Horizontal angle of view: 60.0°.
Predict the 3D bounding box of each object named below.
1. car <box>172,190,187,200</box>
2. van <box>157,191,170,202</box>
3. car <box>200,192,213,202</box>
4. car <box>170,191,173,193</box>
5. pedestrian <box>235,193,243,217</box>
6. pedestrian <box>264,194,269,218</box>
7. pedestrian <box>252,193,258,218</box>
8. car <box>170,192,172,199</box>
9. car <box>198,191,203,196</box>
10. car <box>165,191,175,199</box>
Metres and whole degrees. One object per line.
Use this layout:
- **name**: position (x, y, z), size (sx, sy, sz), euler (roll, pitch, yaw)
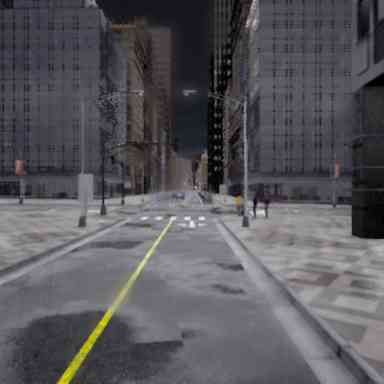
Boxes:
- **car**: position (-2.705, 0.959, 72.179), size (1.882, 1.535, 5.008), euler (0, 0, 0)
- **van**: position (-5.626, 0.904, 62.251), size (1.690, 1.788, 3.998), euler (0, 0, 0)
- **car**: position (2.899, 1.129, 62.196), size (1.947, 1.339, 4.313), euler (0, 0, 0)
- **car**: position (-5.511, 0.862, 79.198), size (1.967, 1.590, 4.097), euler (0, 0, 0)
- **pedestrian**: position (3.638, 0.976, 25.911), size (0.375, 1.860, 0.375), euler (0, 0, 0)
- **pedestrian**: position (5.638, 1.022, 25.311), size (0.375, 1.860, 0.375), euler (0, 0, 0)
- **pedestrian**: position (4.638, 0.998, 24.711), size (0.375, 1.860, 0.375), euler (0, 0, 0)
- **car**: position (-5.588, 1.099, 67.902), size (1.802, 1.307, 4.206), euler (0, 0, 0)
- **car**: position (3.013, 1.004, 79.143), size (1.802, 1.307, 4.206), euler (0, 1, 0)
- **car**: position (-5.472, 0.687, 84.845), size (2.192, 1.841, 5.009), euler (0, 1, 0)
